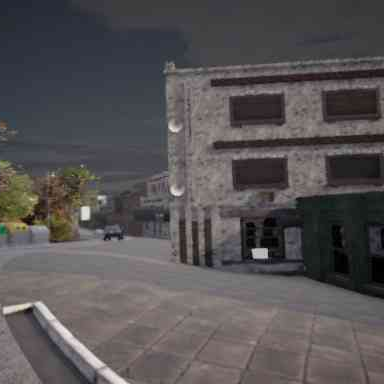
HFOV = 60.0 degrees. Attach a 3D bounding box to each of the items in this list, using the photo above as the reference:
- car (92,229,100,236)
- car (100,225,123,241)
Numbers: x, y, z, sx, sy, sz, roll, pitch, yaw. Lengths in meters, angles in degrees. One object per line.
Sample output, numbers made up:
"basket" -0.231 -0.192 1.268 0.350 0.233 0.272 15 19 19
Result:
"car" -21.518 9.123 75.862 1.812 1.442 4.674 0 -3 -30
"car" -10.673 5.539 45.483 2.150 2.045 5.566 -2 -6 -7
